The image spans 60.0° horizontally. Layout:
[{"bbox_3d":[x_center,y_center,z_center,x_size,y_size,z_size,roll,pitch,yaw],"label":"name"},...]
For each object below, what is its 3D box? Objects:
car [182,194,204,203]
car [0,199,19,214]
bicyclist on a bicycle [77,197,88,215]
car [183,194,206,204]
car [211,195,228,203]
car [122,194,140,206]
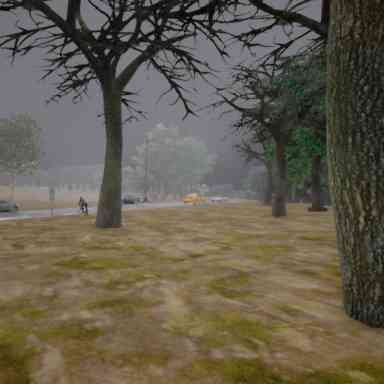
[{"bbox_3d":[0.233,1.093,57.729,1.837,1.490,4.892,1,0,26],"label":"car"},{"bbox_3d":[-17.668,1.308,29.377,1.994,1.385,4.181,2,2,37],"label":"car"},{"bbox_3d":[-9.666,1.260,29.302,1.656,1.620,0.582,0,0,36],"label":"bicyclist on a bicycle"},{"bbox_3d":[0.463,1.054,51.636,1.882,1.535,5.008,1,1,28],"label":"car"},{"bbox_3d":[5.099,1.250,60.990,1.895,1.301,4.718,1,0,24],"label":"car"},{"bbox_3d":[-8.650,1.041,42.260,2.128,1.511,4.902,2,1,32],"label":"car"}]
